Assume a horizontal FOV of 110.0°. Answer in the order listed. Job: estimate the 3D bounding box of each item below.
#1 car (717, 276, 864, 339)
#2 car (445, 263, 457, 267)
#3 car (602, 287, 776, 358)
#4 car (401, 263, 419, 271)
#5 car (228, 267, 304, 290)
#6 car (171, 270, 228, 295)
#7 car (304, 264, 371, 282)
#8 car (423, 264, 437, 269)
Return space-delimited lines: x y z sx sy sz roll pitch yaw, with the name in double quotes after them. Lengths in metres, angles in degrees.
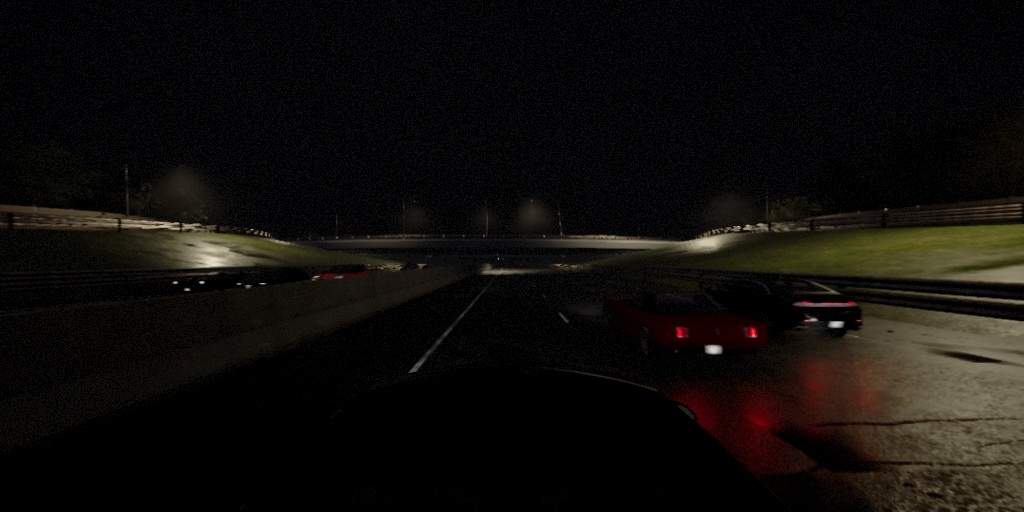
7.093 1.312 10.277 2.128 1.511 4.902 0 -1 0 "car"
-10.894 2.062 64.480 1.882 1.535 5.008 0 -1 0 "car"
3.596 1.407 8.607 1.895 1.301 4.718 0 -1 0 "car"
-17.877 1.939 62.840 2.097 1.767 4.553 0 -1 0 "car"
-14.130 1.448 21.615 1.837 1.490 4.892 0 -1 0 "car"
-17.632 1.546 21.683 1.895 1.301 4.718 0 -1 0 "car"
-10.633 1.306 22.709 2.097 1.767 4.553 0 -1 0 "car"
-14.378 2.154 62.943 1.994 1.385 4.181 0 -1 0 "car"
